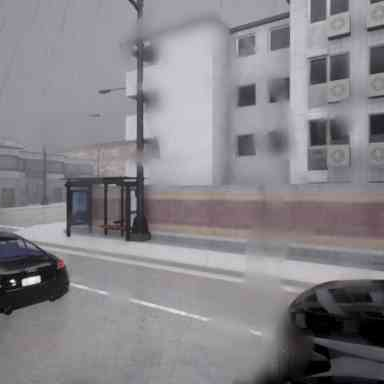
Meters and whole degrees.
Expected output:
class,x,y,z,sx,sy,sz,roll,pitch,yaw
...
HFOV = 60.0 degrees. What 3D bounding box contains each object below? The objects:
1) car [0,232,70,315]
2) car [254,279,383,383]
class,x,y,z,sx,sy,sz,roll,pitch,yaw
car,-4.532,1.562,7.111,4.181,1.385,1.994,0,0,35
car,3.137,1.222,1.729,5.566,2.045,2.150,0,0,36
